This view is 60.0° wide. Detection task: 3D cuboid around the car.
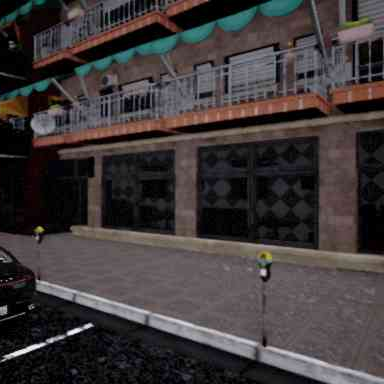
[{"bbox_3d":[-4.618,1.530,6.168,4.403,1.369,2.008,0,0,36],"label":"car"}]
